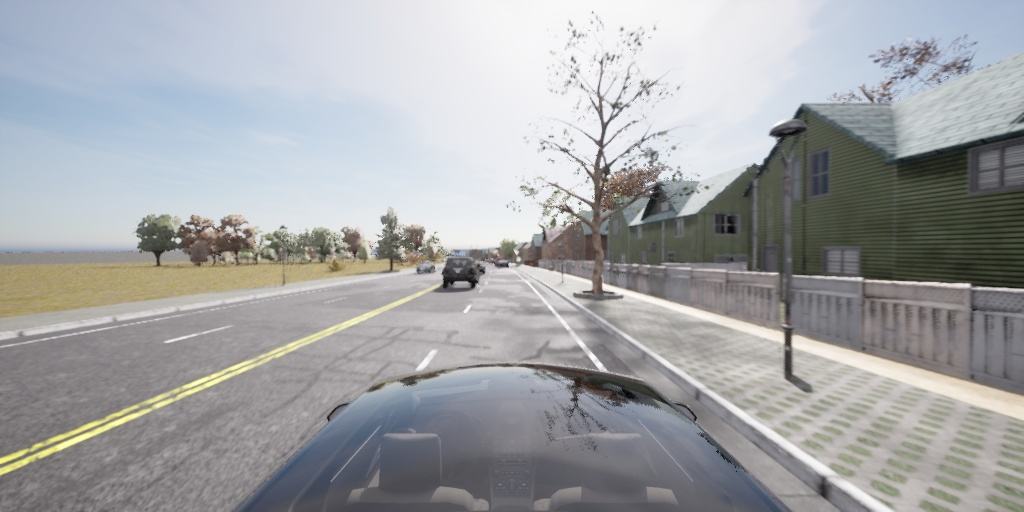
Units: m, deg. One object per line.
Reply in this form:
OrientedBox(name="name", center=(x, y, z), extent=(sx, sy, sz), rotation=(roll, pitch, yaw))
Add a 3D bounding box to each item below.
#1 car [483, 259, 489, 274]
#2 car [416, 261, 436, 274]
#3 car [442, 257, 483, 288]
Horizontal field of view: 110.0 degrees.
OrientedBox(name="car", center=(-4.203, 1.452, 44.405), extent=(1.837, 1.490, 4.892), rotation=(0, 0, -3))
OrientedBox(name="car", center=(-10.943, 1.455, 45.690), extent=(2.128, 1.511, 4.902), rotation=(0, 0, -3))
OrientedBox(name="car", center=(-3.469, 1.074, 25.111), extent=(2.150, 2.045, 5.566), rotation=(0, 0, -2))
